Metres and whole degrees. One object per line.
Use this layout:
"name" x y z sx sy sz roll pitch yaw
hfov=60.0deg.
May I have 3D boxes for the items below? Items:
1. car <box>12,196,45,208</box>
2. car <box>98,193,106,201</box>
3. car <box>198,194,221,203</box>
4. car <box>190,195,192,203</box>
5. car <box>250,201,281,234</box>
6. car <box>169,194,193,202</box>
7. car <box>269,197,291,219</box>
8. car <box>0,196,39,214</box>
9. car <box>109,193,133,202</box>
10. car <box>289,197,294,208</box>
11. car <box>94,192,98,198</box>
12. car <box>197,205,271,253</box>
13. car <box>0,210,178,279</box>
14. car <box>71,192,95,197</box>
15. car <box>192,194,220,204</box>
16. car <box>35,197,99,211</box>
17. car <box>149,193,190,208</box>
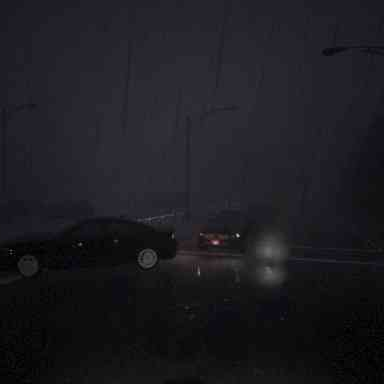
"car" -21.752 1.272 44.273 3.633 1.501 1.845 0 0 18
"car" -20.299 1.012 70.935 3.866 1.878 1.905 0 0 18
"car" 3.328 1.201 62.988 3.806 1.475 1.970 0 0 18
"car" -2.484 1.052 44.674 3.866 1.878 1.905 0 0 18
"car" 3.934 1.489 19.327 1.837 1.490 4.892 0 0 19
"car" -2.187 1.256 68.705 4.514 1.523 2.007 0 0 18
"car" 7.089 1.473 28.696 2.128 1.511 4.902 0 0 19
"car" -15.152 1.355 29.404 3.806 1.475 1.970 0 0 18
"car" -13.887 1.044 65.314 4.605 1.855 1.932 0 0 18
"car" 13.220 1.478 46.940 1.837 1.490 4.892 0 1 19
"car" -21.937 1.297 67.978 3.806 1.475 1.970 0 0 18
"car" 1.794 1.514 13.916 1.812 1.442 4.674 0 0 24
"car" -2.920 1.475 9.917 5.008 1.535 1.882 0 0 -19
"car" -18.529 1.248 53.732 4.514 1.523 2.007 0 0 18
"car" 1.591 1.125 56.802 5.027 1.636 2.152 0 0 18
"car" -9.067 1.355 24.216 3.633 1.501 1.845 0 0 18
"car" -3.018 1.074 41.788 4.605 1.855 1.932 0 0 18
